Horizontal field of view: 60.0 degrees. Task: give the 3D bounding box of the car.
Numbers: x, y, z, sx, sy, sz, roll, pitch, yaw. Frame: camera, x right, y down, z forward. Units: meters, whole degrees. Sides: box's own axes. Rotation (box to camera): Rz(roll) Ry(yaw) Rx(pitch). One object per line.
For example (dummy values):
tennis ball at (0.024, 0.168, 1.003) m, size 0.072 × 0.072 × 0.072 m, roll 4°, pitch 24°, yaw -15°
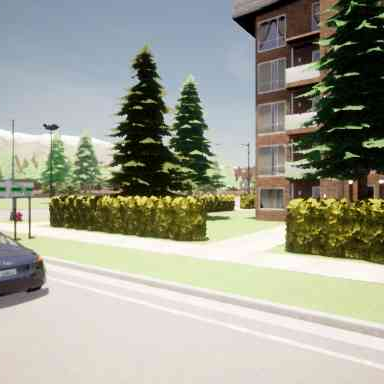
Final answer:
car at (-5.253, 1.563, 7.712) m, size 4.181 × 1.385 × 1.994 m, roll 0°, pitch 0°, yaw 36°
